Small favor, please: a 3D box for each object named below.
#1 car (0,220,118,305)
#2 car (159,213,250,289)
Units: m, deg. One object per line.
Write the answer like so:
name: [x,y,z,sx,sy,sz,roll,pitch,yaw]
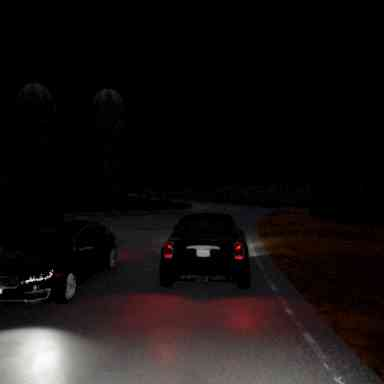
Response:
car: [-3.286,1.530,8.329,1.837,1.490,4.892,0,0,4]
car: [0.482,1.358,9.445,2.097,1.767,4.553,0,0,6]
